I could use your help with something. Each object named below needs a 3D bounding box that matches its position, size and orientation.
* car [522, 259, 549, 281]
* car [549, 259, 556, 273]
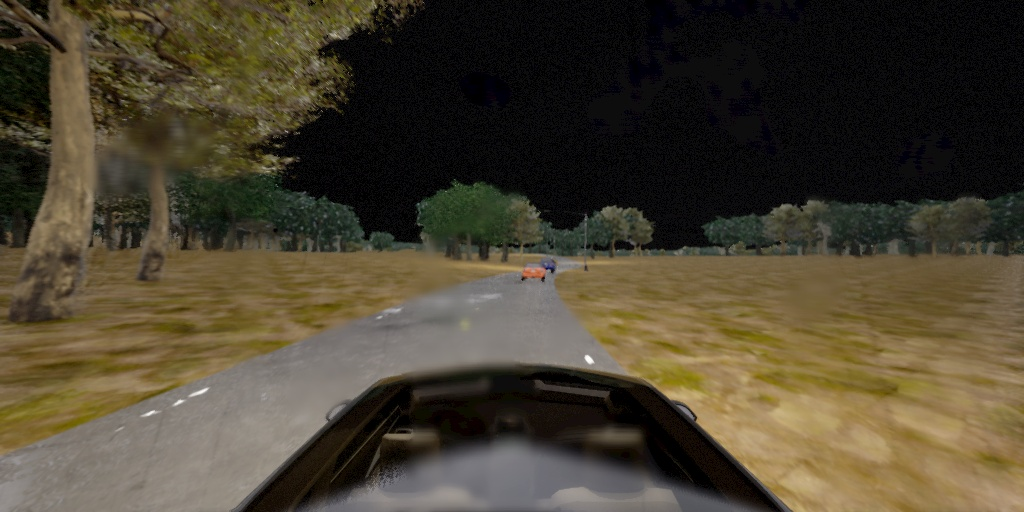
[{"bbox_3d":[2.122,1.352,33.840,2.097,1.767,4.553,0,-1,7],"label":"car"},{"bbox_3d":[5.262,1.396,53.038,2.150,2.045,5.566,0,-1,12],"label":"car"}]
